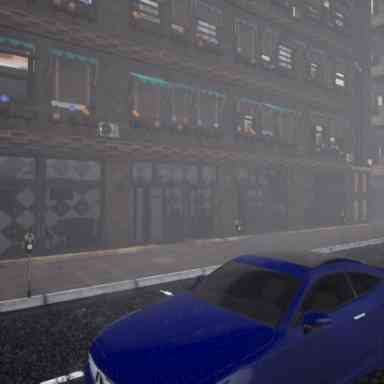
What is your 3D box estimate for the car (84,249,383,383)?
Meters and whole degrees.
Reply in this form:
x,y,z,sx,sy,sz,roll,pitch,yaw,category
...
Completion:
x,y,z,sx,sy,sz,roll,pitch,yaw,category
1.087,1.526,4.153,4.674,1.442,1.812,0,0,-35,car
